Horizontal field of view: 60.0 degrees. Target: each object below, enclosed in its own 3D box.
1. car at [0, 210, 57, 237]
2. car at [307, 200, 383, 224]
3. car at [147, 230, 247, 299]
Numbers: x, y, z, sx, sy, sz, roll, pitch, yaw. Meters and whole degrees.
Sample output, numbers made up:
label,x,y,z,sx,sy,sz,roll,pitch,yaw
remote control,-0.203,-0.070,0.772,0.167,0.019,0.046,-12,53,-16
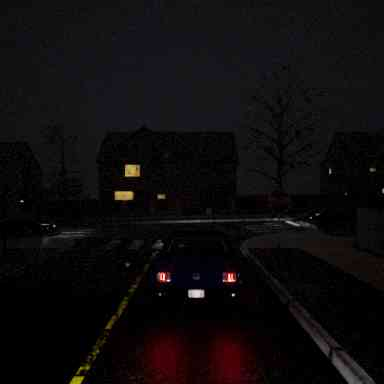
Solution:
label,x,y,z,sx,sy,sz,roll,pitch,yaw
car,-10.166,1.720,18.677,4.892,1.490,1.837,-1,1,0
car,10.382,1.235,21.626,5.357,1.411,2.033,-1,1,0
car,0.151,1.600,8.392,1.895,1.301,4.718,0,0,2
